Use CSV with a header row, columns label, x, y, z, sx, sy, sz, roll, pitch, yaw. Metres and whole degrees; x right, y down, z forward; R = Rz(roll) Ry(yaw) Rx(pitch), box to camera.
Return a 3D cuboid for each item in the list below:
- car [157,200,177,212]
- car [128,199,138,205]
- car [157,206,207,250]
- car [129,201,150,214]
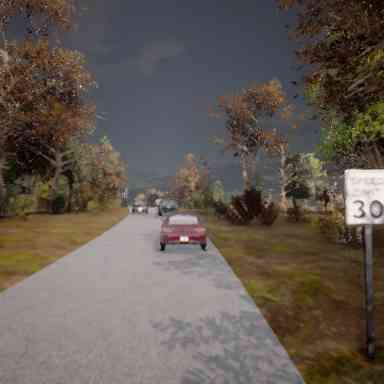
label,x,y,z,sx,sy,sz,roll,pitch,yaw
car,-2.716,1.607,36.539,2.097,1.767,4.553,1,-1,-8
car,-13.904,2.367,78.092,1.994,1.385,4.181,1,-2,-12
car,-0.415,1.556,14.414,1.812,1.442,4.674,0,0,-3
car,-5.945,1.752,38.278,2.128,1.511,4.902,1,-1,-9
